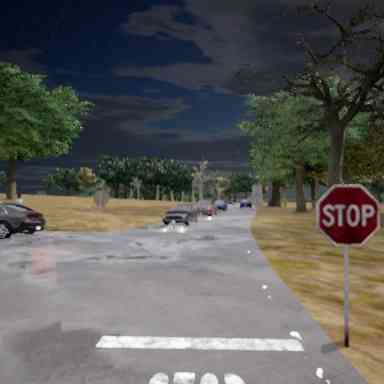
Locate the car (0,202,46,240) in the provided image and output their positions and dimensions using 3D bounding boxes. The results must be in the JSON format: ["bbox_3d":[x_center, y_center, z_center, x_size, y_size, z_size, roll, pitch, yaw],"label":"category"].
[{"bbox_3d":[-9.105,1.197,15.004,4.892,1.490,1.837,3,-2,10],"label":"car"}]

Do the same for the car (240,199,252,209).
[{"bbox_3d":[9.023,2.013,55.626,1.882,1.535,5.008,0,-1,11],"label":"car"}]

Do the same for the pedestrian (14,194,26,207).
[{"bbox_3d":[-9.697,1.013,18.622,0.375,1.860,0.375,0,-4,3],"label":"pedestrian"}]

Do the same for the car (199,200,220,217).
[{"bbox_3d":[1.356,1.606,34.965,2.097,1.767,4.553,0,-1,13],"label":"car"}]

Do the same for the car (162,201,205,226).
[{"bbox_3d":[-0.694,1.677,25.200,2.033,1.411,5.357,0,-1,12],"label":"car"}]

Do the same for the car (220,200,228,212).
[{"bbox_3d":[3.798,1.873,45.767,1.882,1.535,5.008,0,-1,12],"label":"car"}]

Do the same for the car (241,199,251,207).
[{"bbox_3d":[10.719,2.192,65.819,1.882,1.535,5.008,0,-1,8],"label":"car"}]
